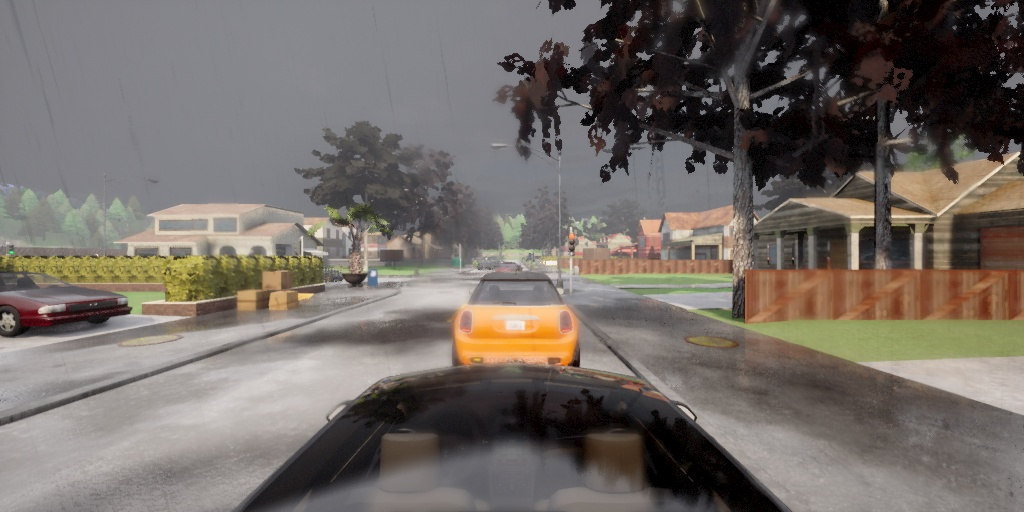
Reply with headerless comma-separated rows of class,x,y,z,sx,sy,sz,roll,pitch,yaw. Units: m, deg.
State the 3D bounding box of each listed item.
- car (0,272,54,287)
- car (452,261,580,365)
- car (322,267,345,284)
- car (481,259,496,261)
car,-38.167,1.297,26.666,5.357,1.411,2.033,0,0,1
car,0.096,1.102,7.713,2.097,1.767,4.553,0,0,1
car,-14.712,1.276,26.420,4.674,1.442,1.812,0,0,0
car,-3.692,1.255,49.920,1.837,1.490,4.892,0,0,1
